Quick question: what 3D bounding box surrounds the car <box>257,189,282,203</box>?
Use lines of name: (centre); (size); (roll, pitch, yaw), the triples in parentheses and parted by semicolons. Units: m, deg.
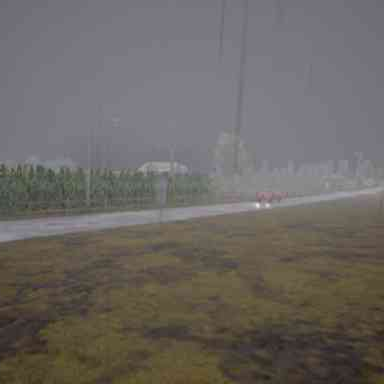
car: (12.011, 0.550, 51.280); (2.150, 2.045, 5.566); (3, 3, 36)
